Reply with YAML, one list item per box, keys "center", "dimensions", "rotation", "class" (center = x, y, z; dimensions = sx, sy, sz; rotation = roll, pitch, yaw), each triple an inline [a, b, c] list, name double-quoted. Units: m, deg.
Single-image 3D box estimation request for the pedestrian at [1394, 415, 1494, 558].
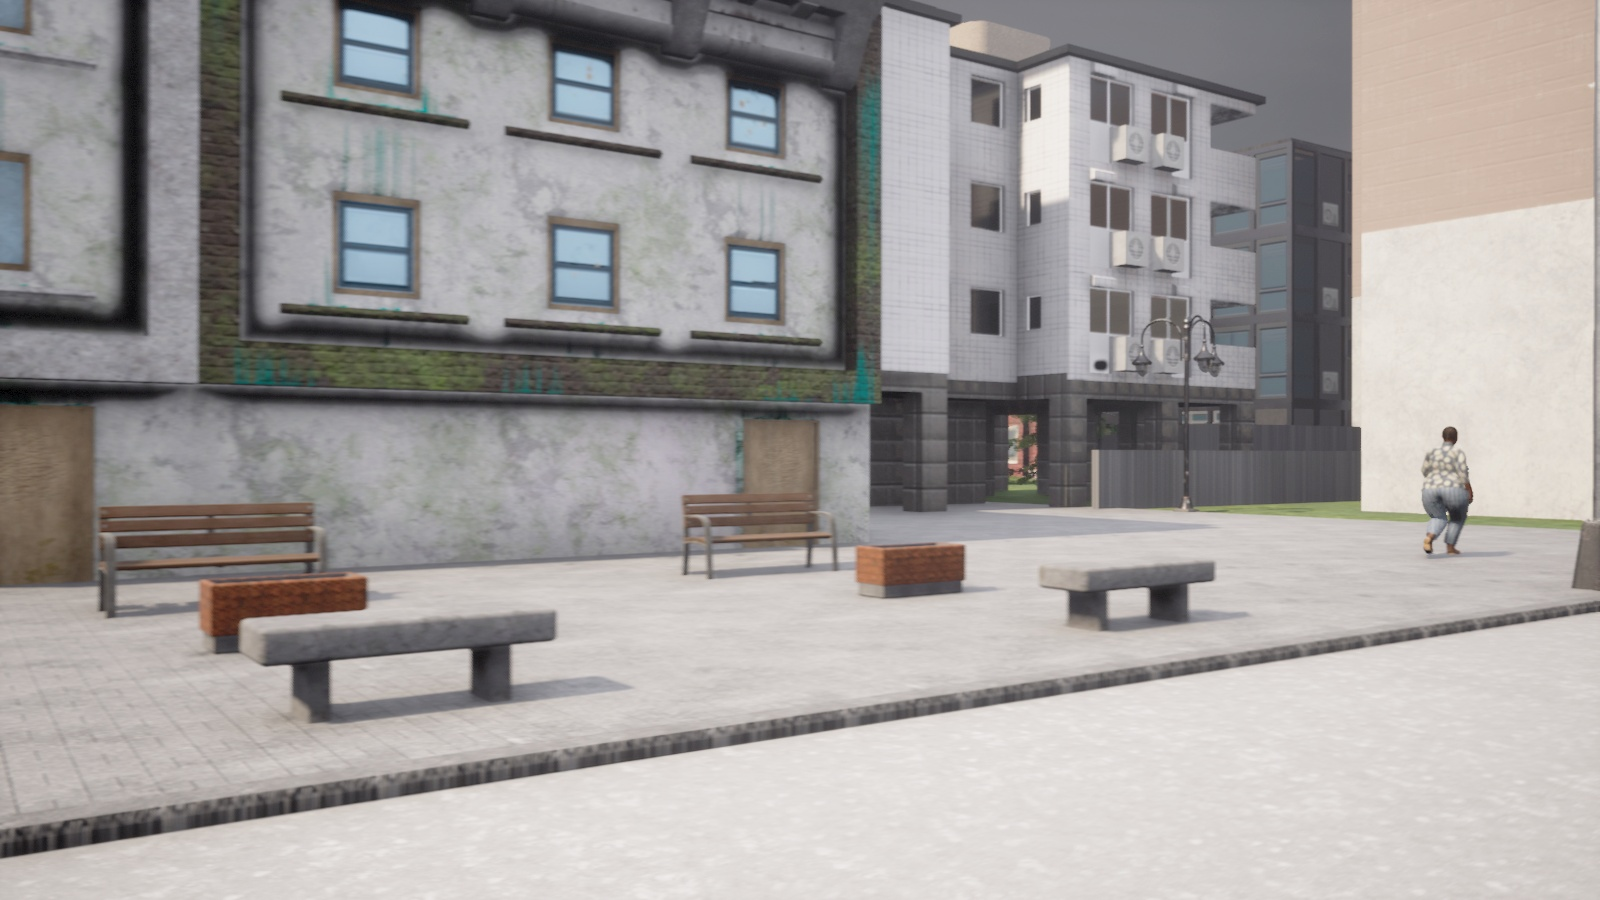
- center: [8.650, 0.478, 16.869]
  dimensions: [0.900, 1.855, 0.874]
  rotation: [0, 0, -36]
  class: "pedestrian"
